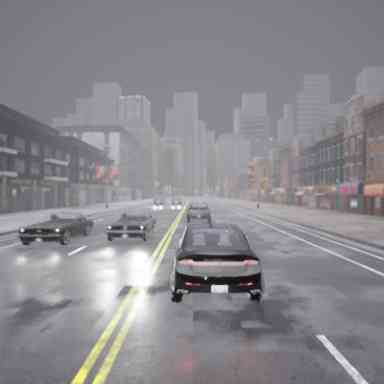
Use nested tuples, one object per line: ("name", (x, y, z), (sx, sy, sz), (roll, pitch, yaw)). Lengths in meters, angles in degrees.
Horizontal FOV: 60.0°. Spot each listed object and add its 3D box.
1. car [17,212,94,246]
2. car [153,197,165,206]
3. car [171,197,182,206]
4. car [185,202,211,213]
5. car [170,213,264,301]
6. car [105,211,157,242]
("car", (-6.197, 1.646, 15.682), (1.895, 1.301, 4.718), (0, 0, 0))
("car", (-6.058, 1.733, 61.986), (2.128, 1.511, 4.902), (0, 0, 0))
("car", (-2.808, 1.745, 62.047), (2.128, 1.511, 4.902), (0, 0, 0))
("car", (0.510, 1.576, 26.627), (2.128, 1.511, 4.902), (0, 0, 0))
("car", (0.494, 1.517, 8.348), (2.128, 1.511, 4.902), (0, 0, 0))
("car", (-2.948, 1.651, 16.905), (1.895, 1.301, 4.718), (0, 0, 0))
